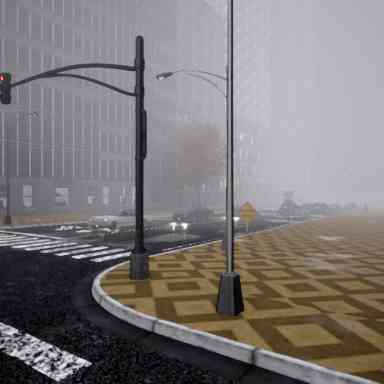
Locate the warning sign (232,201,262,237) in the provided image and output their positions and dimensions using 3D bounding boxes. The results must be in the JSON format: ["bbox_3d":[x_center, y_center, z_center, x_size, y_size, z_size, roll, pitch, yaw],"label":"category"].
[{"bbox_3d":[3.092,1.454,18.559,1.300,1.860,1.060,1,1,33],"label":"warning sign"}]

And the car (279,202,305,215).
[{"bbox_3d":[13.740,2.205,46.384,2.097,1.767,4.553,0,-1,33],"label":"car"}]

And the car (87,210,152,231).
[{"bbox_3d":[-4.993,1.925,23.491,1.895,1.301,4.718,0,-1,33],"label":"car"}]

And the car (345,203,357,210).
[{"bbox_3d":[31.350,2.837,65.789,1.812,1.442,4.674,0,-1,33],"label":"car"}]

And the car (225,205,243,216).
[{"bbox_3d":[5.640,2.240,40.029,1.994,1.385,4.181,0,-1,33],"label":"car"}]

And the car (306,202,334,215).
[{"bbox_3d":[18.295,2.268,47.375,2.097,1.767,4.553,0,-1,33],"label":"car"}]

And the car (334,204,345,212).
[{"bbox_3d":[23.749,2.641,55.874,2.033,1.411,5.357,0,-1,33],"label":"car"}]

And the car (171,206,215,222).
[{"bbox_3d":[0.272,2.046,31.686,2.033,1.411,5.357,0,-1,33],"label":"car"}]
